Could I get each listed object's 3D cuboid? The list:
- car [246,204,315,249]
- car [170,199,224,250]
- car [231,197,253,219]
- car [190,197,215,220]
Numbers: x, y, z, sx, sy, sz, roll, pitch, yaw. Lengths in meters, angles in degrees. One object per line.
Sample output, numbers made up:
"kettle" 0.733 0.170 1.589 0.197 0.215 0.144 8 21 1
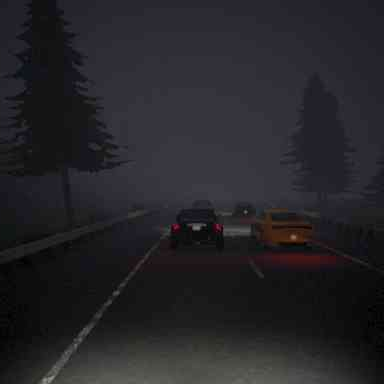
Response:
"car" 3.749 1.484 14.471 1.882 1.535 5.008 0 0 2
"car" 0.250 1.365 14.558 2.097 1.767 4.553 0 0 2
"car" 4.495 1.484 29.285 1.882 1.535 5.008 0 0 4
"car" 1.001 1.366 29.483 2.097 1.767 4.553 0 0 4
